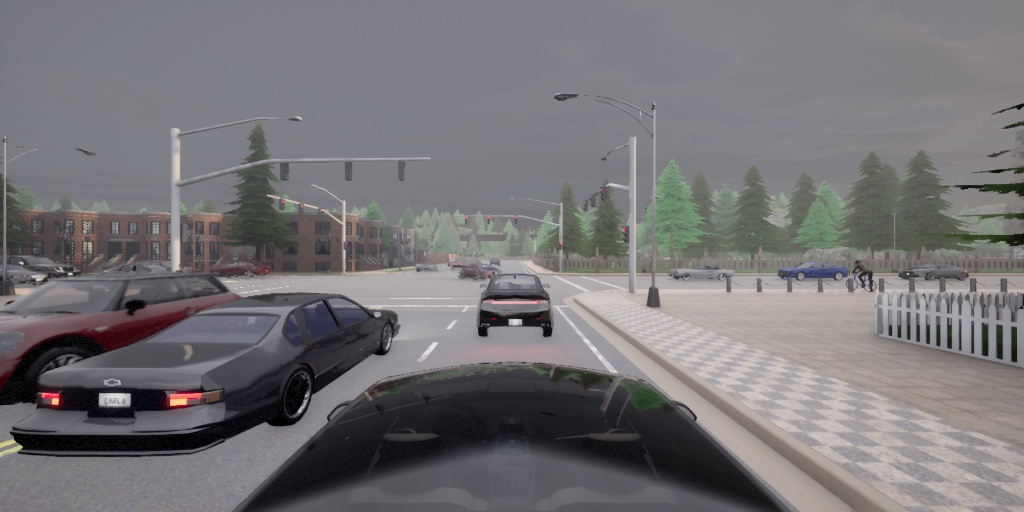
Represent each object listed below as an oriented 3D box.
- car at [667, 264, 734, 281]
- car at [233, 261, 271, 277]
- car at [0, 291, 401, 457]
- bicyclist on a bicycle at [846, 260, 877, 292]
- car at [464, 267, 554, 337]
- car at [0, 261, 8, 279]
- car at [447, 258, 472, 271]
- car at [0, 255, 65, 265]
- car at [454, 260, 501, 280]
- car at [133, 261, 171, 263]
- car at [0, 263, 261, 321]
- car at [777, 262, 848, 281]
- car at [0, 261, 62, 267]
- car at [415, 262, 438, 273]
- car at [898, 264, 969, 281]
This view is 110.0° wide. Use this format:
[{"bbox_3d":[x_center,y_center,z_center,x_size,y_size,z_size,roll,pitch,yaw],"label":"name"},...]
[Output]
[{"bbox_3d":[15.572,1.351,29.764,4.718,1.301,1.895,0,0,0],"label":"car"},{"bbox_3d":[-25.398,1.227,33.577,5.008,1.535,1.882,0,0,1],"label":"car"},{"bbox_3d":[-3.435,1.297,5.629,2.033,1.411,5.357,0,0,0],"label":"car"},{"bbox_3d":[18.255,1.052,18.777,0.582,1.620,1.656,0,0,0],"label":"bicyclist on a bicycle"},{"bbox_3d":[0.084,1.242,10.296,2.128,1.511,4.902,0,0,0],"label":"car"},{"bbox_3d":[-47.469,1.227,30.610,5.008,1.535,1.882,0,0,-18],"label":"car"},{"bbox_3d":[-7.079,1.102,48.405,2.097,1.767,4.553,0,0,0],"label":"car"},{"bbox_3d":[-35.162,0.971,26.009,5.566,2.045,2.150,0,0,-6],"label":"car"},{"bbox_3d":[-2.647,1.314,29.989,1.994,1.385,4.181,0,0,-43],"label":"car"},{"bbox_3d":[-23.181,1.255,22.918,4.892,1.490,1.837,0,0,-3],"label":"car"},{"bbox_3d":[-7.098,1.102,6.266,2.097,1.767,4.553,0,0,0],"label":"car"},{"bbox_3d":[24.864,1.228,29.750,5.008,1.535,1.882,0,0,0],"label":"car"},{"bbox_3d":[-32.546,1.242,22.682,4.902,1.511,2.128,0,0,-4],"label":"car"},{"bbox_3d":[-10.584,1.351,44.702,1.895,1.301,4.718,0,0,0],"label":"car"},{"bbox_3d":[34.838,1.314,29.724,4.181,1.385,1.994,0,0,1],"label":"car"}]
